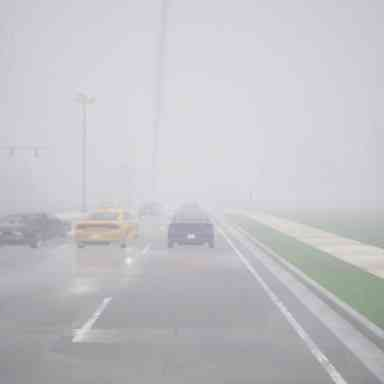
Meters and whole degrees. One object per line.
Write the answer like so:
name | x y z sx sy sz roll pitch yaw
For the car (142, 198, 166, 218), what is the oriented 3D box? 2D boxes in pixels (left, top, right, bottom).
car | -3.652 1.561 29.687 2.033 1.411 5.357 0 0 0

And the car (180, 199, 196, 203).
car | -0.152 1.571 29.710 1.994 1.385 4.181 0 0 0

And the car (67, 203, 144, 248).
car | -3.554 1.483 14.687 1.882 1.535 5.008 0 0 0

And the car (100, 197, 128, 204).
car | -7.152 1.483 29.664 1.882 1.535 5.008 0 0 0

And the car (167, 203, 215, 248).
car | -0.054 1.483 14.710 1.882 1.535 5.008 0 0 0

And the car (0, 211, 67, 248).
car | -7.054 1.561 14.665 2.033 1.411 5.357 0 0 0
